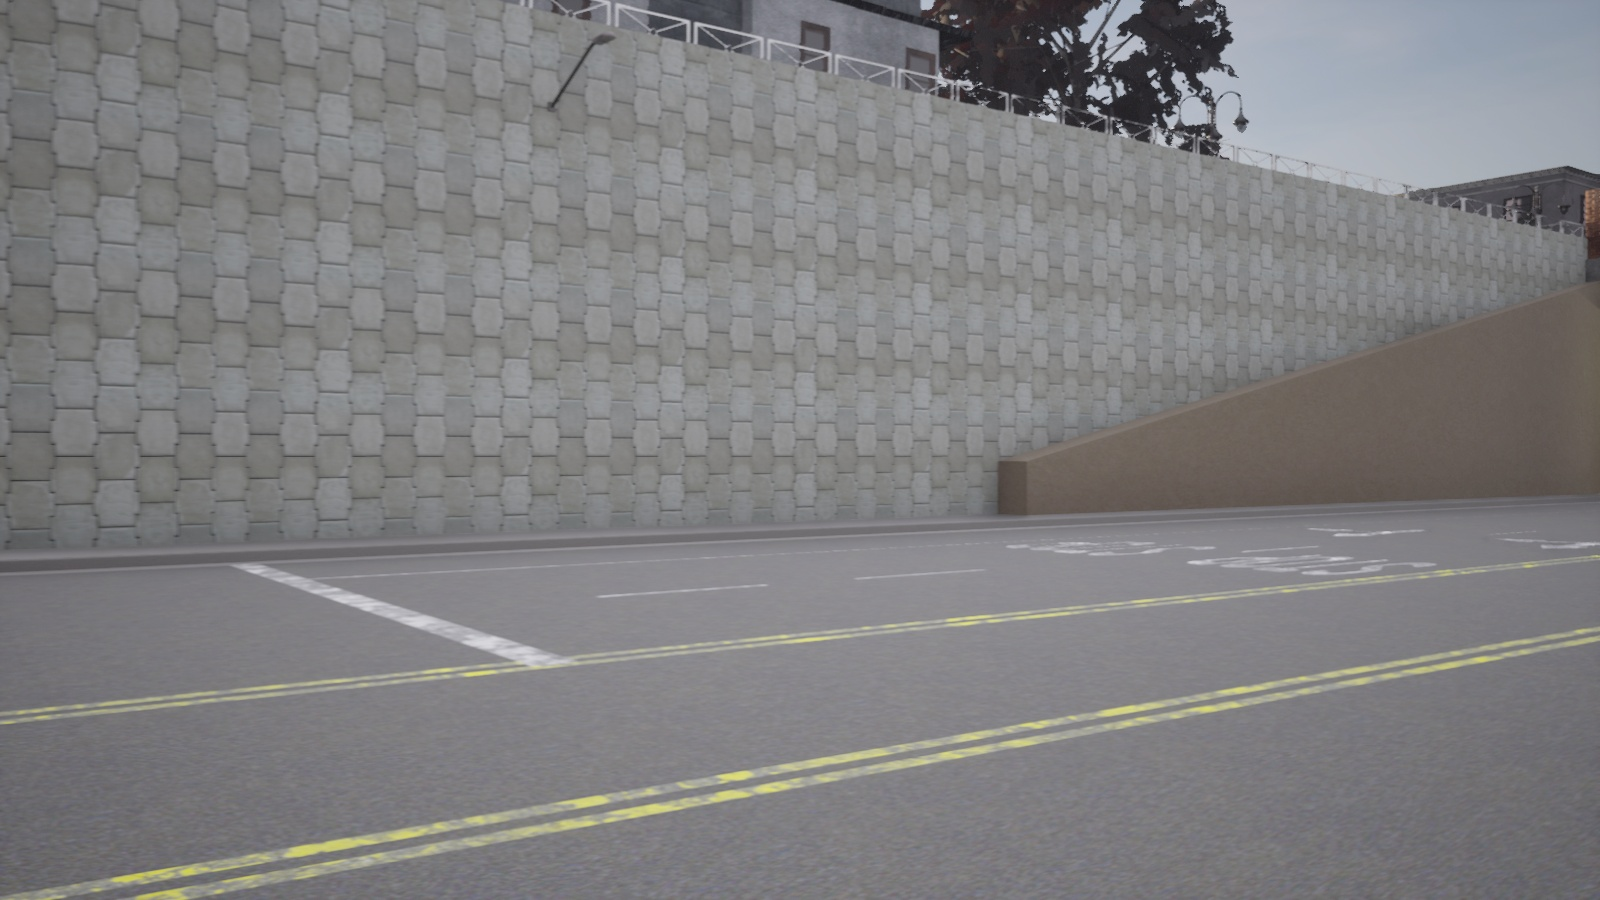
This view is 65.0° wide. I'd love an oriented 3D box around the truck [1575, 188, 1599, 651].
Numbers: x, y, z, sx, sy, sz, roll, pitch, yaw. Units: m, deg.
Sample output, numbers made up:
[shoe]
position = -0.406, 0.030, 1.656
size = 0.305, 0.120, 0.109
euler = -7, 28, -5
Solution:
[truck]
position = 9.962, -0.232, 10.599
size = 7.936, 3.462, 2.891
euler = 0, 0, -35
